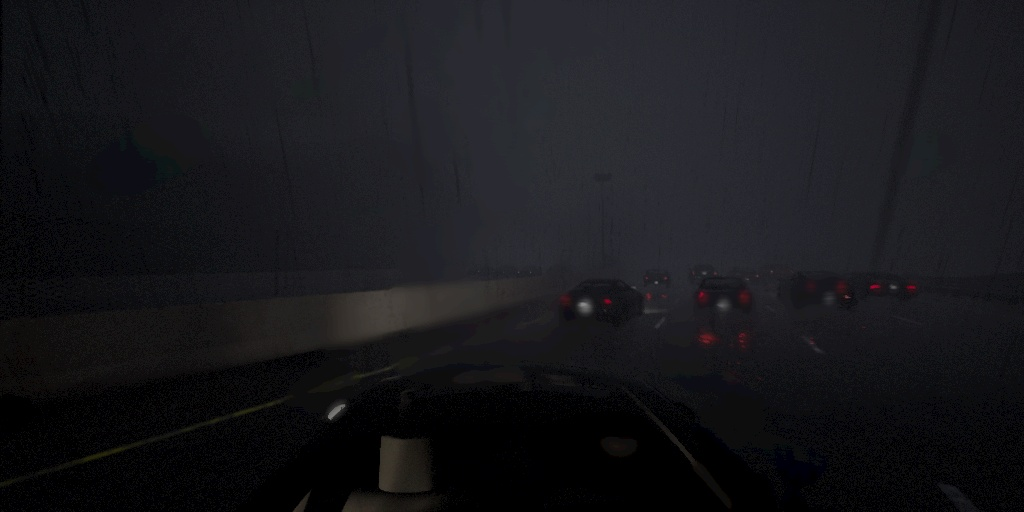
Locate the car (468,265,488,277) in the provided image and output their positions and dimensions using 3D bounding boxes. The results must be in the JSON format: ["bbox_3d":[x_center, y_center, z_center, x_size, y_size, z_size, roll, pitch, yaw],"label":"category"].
[{"bbox_3d":[-3.856,1.857,46.098,1.882,1.535,5.008,0,-1,21],"label":"car"}]

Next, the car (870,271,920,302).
[{"bbox_3d":[18.399,1.496,18.485,2.033,1.411,5.357,-1,-1,26],"label":"car"}]

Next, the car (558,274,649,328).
[{"bbox_3d":[3.146,1.454,12.185,1.994,1.385,4.181,-1,-1,30],"label":"car"}]

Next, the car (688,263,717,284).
[{"bbox_3d":[16.575,1.482,31.280,2.097,1.767,4.553,0,-1,23],"label":"car"}]

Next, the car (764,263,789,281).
[{"bbox_3d":[25.536,1.514,34.834,2.097,1.767,4.553,0,-1,21],"label":"car"}]

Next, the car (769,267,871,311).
[{"bbox_3d":[12.985,1.409,15.547,2.128,1.511,4.902,-1,-1,28],"label":"car"}]

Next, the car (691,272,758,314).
[{"bbox_3d":[8.668,1.517,14.830,1.895,1.301,4.718,-1,-1,29],"label":"car"}]

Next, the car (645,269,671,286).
[{"bbox_3d":[11.629,1.703,28.636,1.895,1.301,4.718,0,-1,24],"label":"car"}]

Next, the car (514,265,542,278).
[{"bbox_3d":[2.185,1.839,42.410,1.812,1.442,4.674,0,-1,22],"label":"car"}]

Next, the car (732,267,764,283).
[{"bbox_3d":[20.907,1.739,32.507,1.895,1.301,4.718,0,-1,22],"label":"car"}]

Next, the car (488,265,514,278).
[{"bbox_3d":[-0.732,1.827,44.501,1.882,1.535,5.008,0,-1,22],"label":"car"}]

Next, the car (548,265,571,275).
[{"bbox_3d":[5.490,1.783,41.247,2.128,1.511,4.902,0,-1,22],"label":"car"}]
